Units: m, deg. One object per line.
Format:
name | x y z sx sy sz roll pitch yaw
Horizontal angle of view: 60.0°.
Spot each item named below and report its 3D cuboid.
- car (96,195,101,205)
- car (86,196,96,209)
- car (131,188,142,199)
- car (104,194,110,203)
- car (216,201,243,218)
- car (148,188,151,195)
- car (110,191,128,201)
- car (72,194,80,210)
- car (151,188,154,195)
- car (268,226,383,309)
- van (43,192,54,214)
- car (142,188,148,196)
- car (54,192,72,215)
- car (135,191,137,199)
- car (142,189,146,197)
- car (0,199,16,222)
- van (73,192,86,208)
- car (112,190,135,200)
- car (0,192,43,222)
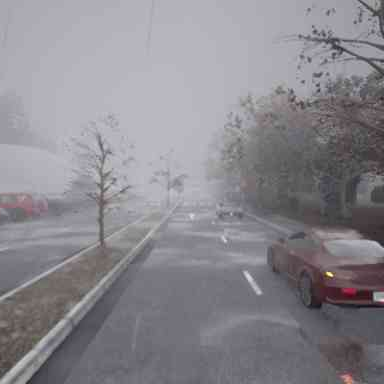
car | -13.870 1.201 41.505 4.674 1.452 2.002 -1 1 -20
car | -13.847 1.070 38.531 4.553 1.767 2.185 -1 1 -20
car | -13.849 0.575 68.539 5.566 2.045 2.435 -1 1 -20
car | -13.848 1.154 44.523 4.792 1.488 2.163 -1 0 -20
car | 3.083 1.424 28.283 1.895 1.301 4.718 0 1 0
car | -13.902 0.325 86.531 4.553 1.767 2.185 -1 1 -20
car | -13.847 1.012 56.528 4.792 1.488 2.163 -1 0 -20
car | -13.869 1.267 32.558 4.892 1.521 2.231 -1 1 -20
car | -13.862 0.291 92.543 5.008 1.535 2.097 -1 2 -20
car | 3.094 1.517 7.699 1.812 1.442 4.674 0 0 0
van | -13.770 1.109 26.634 4.442 1.987 1.878 -1 0 -20
car | -13.900 0.409 77.518 5.566 2.045 2.435 -1 1 -20
car | -13.854 1.050 29.587 5.566 2.045 2.435 -1 0 -20
car | -13.877 0.908 65.525 4.674 1.452 2.002 -1 1 -20
car | -13.699 0.712 74.596 5.366 1.575 1.946 -1 1 -20
car | -13.872 1.440 20.623 4.674 1.452 2.002 -1 1 -20
van | -13.986 1.007 35.495 4.442 1.987 1.878 -1 1 -20
car | -14.044 0.910 62.451 5.366 1.575 1.946 -1 1 -20
car | -13.905 1.120 23.591 5.566 2.045 2.435 -1 1 -20
